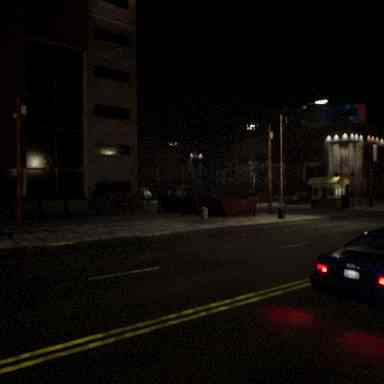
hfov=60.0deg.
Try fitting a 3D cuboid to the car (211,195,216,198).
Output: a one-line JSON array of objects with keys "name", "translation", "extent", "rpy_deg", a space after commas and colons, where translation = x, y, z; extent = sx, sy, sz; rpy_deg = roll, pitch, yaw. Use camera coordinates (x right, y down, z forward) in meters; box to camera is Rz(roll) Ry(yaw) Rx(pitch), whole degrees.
[{"name": "car", "translation": [4.036, 1.193, 60.497], "extent": [4.718, 1.301, 1.895], "rpy_deg": [-1, 0, -36]}]

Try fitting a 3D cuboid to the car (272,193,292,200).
[{"name": "car", "translation": [18.739, 0.905, 69.045], "extent": [3.806, 1.475, 1.970], "rpy_deg": [-1, 0, -36]}]

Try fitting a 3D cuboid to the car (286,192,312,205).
[{"name": "car", "translation": [14.828, 0.871, 45.966], "extent": [4.553, 1.767, 2.185], "rpy_deg": [-1, 0, -36]}]

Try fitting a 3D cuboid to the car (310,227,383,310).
[{"name": "car", "translation": [4.849, 1.468, 7.290], "extent": [5.357, 1.411, 2.033], "rpy_deg": [-1, 0, -35]}]

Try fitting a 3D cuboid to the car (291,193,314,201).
[{"name": "car", "translation": [21.661, 0.872, 65.055], "extent": [4.674, 1.452, 2.002], "rpy_deg": [-1, 0, -36]}]
